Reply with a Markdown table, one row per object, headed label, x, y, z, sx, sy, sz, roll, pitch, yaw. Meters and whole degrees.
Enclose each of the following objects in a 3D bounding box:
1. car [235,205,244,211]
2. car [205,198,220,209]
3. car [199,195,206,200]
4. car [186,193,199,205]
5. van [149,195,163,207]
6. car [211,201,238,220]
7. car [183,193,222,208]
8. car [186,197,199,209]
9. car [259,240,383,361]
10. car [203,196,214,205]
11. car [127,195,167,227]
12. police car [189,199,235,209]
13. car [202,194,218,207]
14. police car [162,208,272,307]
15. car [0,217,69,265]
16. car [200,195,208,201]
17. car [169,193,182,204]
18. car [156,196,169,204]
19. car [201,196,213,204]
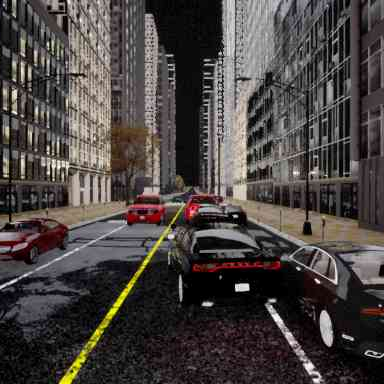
| label | x | y | z | sx | sy | sz | roll | pitch | yaw |
| --- | --- | --- | --- | --- | --- | --- | --- | --- | --- |
| car | 2.729 | 1.560 | 23.022 | 1.947 | 1.339 | 4.313 | 0 | 0 | 0 |
| car | 2.772 | 1.525 | 45.814 | 1.887 | 1.381 | 4.507 | 0 | 0 | 0 |
| car | 2.857 | 1.489 | 91.402 | 1.947 | 1.339 | 4.313 | 0 | 0 | 0 |
| car | 0.110 | 1.190 | 58.745 | 2.150 | 2.045 | 5.566 | 0 | 0 | 0 |
| van | -5.600 | 1.317 | 51.534 | 1.690 | 1.788 | 3.998 | 0 | 0 | 0 |
| car | 2.740 | 1.537 | 28.720 | 1.887 | 1.381 | 4.507 | 0 | 0 | 0 |
| car | 0.606 | 1.216 | 24.207 | 2.150 | 2.045 | 5.566 | 0 | 0 | -2 |
| car | 0.108 | 1.506 | 45.778 | 1.812 | 1.442 | 4.674 | 0 | 0 | 1 |
| car | 2.697 | 1.550 | 5.928 | 2.008 | 1.369 | 4.403 | 0 | 0 | 0 |
| car | 2.793 | 1.495 | 57.381 | 1.752 | 1.417 | 4.829 | 0 | 0 | 0 |
| car | -3.056 | 1.216 | 23.282 | 2.150 | 2.045 | 5.566 | 0 | 0 | 0 |
| police car | 0.934 | 1.421 | 18.327 | 1.930 | 1.638 | 5.238 | 0 | 0 | 0 |
| car | 2.781 | 1.290 | 51.513 | 2.192 | 1.841 | 5.009 | 0 | 0 | 0 |
| police car | 0.472 | 1.424 | 8.227 | 1.930 | 1.638 | 5.238 | 0 | 0 | -9 |
| car | -5.673 | 1.580 | 11.647 | 1.802 | 1.307 | 4.206 | 0 | 0 | 0 |
| car | 2.836 | 1.467 | 80.175 | 1.752 | 1.417 | 4.829 | 0 | 0 | 0 |
| car | -2.883 | 1.469 | 62.835 | 1.837 | 1.490 | 4.892 | 0 | 0 | 0 |
| car | -5.577 | 1.515 | 62.927 | 2.008 | 1.369 | 4.403 | 0 | 0 | 0 |
| car | 2.803 | 1.509 | 62.909 | 1.887 | 1.381 | 4.507 | 0 | 0 | 0 |
